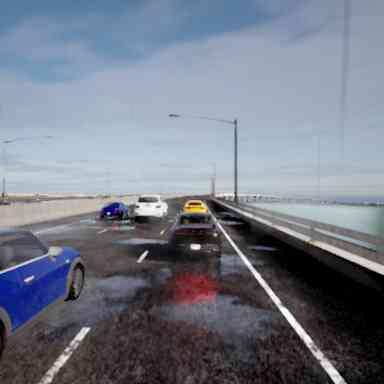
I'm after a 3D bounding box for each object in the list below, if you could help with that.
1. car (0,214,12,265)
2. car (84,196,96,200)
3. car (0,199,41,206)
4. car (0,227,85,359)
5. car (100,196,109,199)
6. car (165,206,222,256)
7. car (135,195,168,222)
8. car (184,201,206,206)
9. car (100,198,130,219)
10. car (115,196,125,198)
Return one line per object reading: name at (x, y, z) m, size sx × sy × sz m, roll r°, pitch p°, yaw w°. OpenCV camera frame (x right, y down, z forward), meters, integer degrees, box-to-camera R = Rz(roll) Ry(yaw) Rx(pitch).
car at (-6.899, 1.493, 8.477) m, size 1.882 × 1.535 × 5.008 m, roll 0°, pitch 0°, yaw 0°
car at (-23.442, 1.625, 76.552) m, size 1.812 × 1.442 × 4.674 m, roll 0°, pitch 0°, yaw 2°
car at (-17.369, 1.546, 34.826) m, size 2.128 × 1.511 × 4.902 m, roll 0°, pitch 0°, yaw 1°
car at (-3.420, 1.362, 5.529) m, size 2.097 × 1.767 × 4.553 m, roll 0°, pitch 0°, yaw 0°
car at (-19.944, 1.652, 76.452) m, size 1.994 × 1.385 × 4.181 m, roll 0°, pitch 0°, yaw 2°
car at (0.130, 1.529, 13.129) m, size 1.837 × 1.490 × 4.892 m, roll 0°, pitch 0°, yaw 0°
car at (-3.266, 1.266, 27.279) m, size 2.150 × 2.045 × 5.566 m, roll 0°, pitch 0°, yaw 1°
car at (0.264, 1.525, 29.884) m, size 1.882 × 1.535 × 5.008 m, roll 0°, pitch 0°, yaw 1°
car at (-6.743, 1.573, 29.334) m, size 1.812 × 1.442 × 4.674 m, roll 0°, pitch 0°, yaw 1°
car at (-16.445, 1.599, 76.353) m, size 1.837 × 1.490 × 4.892 m, roll 0°, pitch 0°, yaw 2°
